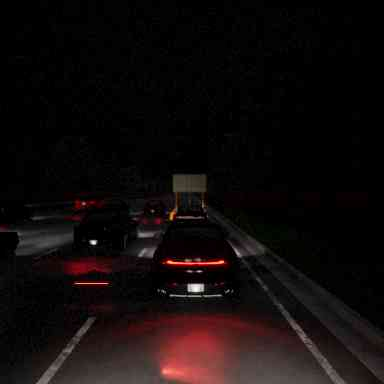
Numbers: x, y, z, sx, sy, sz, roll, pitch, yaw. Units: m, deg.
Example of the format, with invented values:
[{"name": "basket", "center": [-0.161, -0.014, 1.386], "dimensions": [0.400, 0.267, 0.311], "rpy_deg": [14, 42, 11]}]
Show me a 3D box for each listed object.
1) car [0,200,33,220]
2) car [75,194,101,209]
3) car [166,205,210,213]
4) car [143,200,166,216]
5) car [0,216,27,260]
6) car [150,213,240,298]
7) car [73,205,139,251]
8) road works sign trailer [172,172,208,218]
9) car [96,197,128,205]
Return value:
[{"name": "car", "center": [-14.073, 1.354, 25.475], "dimensions": [2.097, 1.767, 4.553], "rpy_deg": [0, 0, 0]}, {"name": "car", "center": [-10.661, 1.227, 35.352], "dimensions": [2.150, 2.045, 5.566], "rpy_deg": [0, 0, 0]}, {"name": "car", "center": [-0.049, 1.490, 18.891], "dimensions": [2.128, 1.511, 4.902], "rpy_deg": [0, 0, 1]}, {"name": "car", "center": [-3.619, 1.529, 32.563], "dimensions": [1.812, 1.442, 4.674], "rpy_deg": [0, 0, -1]}, {"name": "car", "center": [-6.950, 1.602, 9.553], "dimensions": [1.895, 1.301, 4.718], "rpy_deg": [0, 0, 0]}, {"name": "car", "center": [0.053, 1.506, 8.504], "dimensions": [1.837, 1.490, 4.892], "rpy_deg": [0, 0, 0]}, {"name": "car", "center": [-3.487, 1.506, 14.127], "dimensions": [1.837, 1.490, 4.892], "rpy_deg": [0, 0, 0]}, {"name": "road works sign trailer", "center": [-0.171, 0.467, 22.762], "dimensions": [2.380, 3.560, 2.880], "rpy_deg": [0, 0, -3]}, {"name": "car", "center": [-7.124, 1.481, 31.127], "dimensions": [1.882, 1.535, 5.008], "rpy_deg": [0, 0, 0]}]
